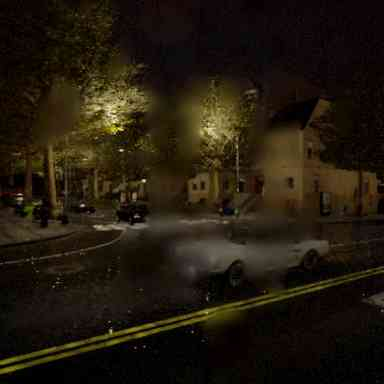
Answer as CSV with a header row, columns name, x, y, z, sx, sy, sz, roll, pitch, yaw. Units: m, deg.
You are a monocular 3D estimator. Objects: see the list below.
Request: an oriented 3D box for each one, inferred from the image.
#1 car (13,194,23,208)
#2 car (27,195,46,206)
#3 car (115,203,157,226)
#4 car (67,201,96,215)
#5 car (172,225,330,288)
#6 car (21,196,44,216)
name,x,y,z,sx,sy,sz,roll,pitch,yaw
car,-25.445,1.317,50.081,2.435,2.045,5.566,1,0,-35
car,-26.747,1.472,57.159,2.097,1.767,4.553,1,0,-35
car,-4.243,1.622,24.774,1.837,1.490,4.892,1,0,-31
car,-12.241,1.668,36.506,2.033,1.411,5.357,1,0,-35
car,1.822,1.676,9.588,4.718,1.301,1.895,1,0,-35
car,-17.632,1.563,38.011,2.231,1.521,4.892,1,0,-35
